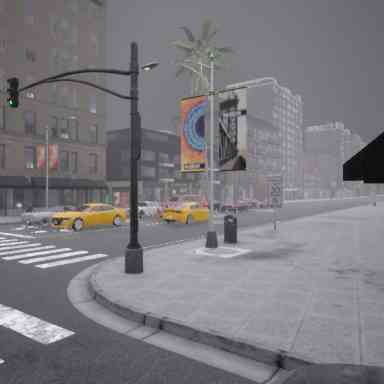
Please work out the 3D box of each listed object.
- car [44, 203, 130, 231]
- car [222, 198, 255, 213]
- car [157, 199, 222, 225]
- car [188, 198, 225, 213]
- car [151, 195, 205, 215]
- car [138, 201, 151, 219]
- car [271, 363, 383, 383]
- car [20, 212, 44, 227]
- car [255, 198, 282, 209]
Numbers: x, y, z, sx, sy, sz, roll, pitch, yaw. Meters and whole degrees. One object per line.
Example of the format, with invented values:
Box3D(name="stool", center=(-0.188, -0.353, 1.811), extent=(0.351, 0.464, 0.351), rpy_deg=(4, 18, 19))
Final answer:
Box3D(name="car", center=(-6.476, 1.497, 21.308), extent=(1.882, 1.535, 5.008), rpy_deg=(0, 0, 35))
Box3D(name="car", center=(5.009, 1.657, 37.610), extent=(1.895, 1.301, 4.718), rpy_deg=(0, 0, 35))
Box3D(name="car", center=(-0.063, 1.511, 24.436), extent=(1.882, 1.535, 5.008), rpy_deg=(0, 0, 35))
Box3D(name="car", center=(1.759, 1.527, 38.644), extent=(1.882, 1.535, 5.008), rpy_deg=(0, 0, 35))
Box3D(name="car", center=(-0.754, 1.257, 29.442), extent=(2.150, 2.045, 5.566), rpy_deg=(0, 0, 35))
Box3D(name="car", center=(-4.147, 1.555, 30.262), extent=(1.812, 1.442, 4.674), rpy_deg=(0, 0, 35))
Box3D(name="car", center=(2.226, 1.551, 1.260), extent=(4.403, 1.369, 2.008), rpy_deg=(0, 0, 35))
Box3D(name="car", center=(-9.240, 1.615, 23.047), extent=(1.895, 1.301, 4.718), rpy_deg=(0, 0, 35))
Box3D(name="car", center=(10.937, 1.585, 45.944), extent=(1.837, 1.490, 4.892), rpy_deg=(0, 0, 36))
